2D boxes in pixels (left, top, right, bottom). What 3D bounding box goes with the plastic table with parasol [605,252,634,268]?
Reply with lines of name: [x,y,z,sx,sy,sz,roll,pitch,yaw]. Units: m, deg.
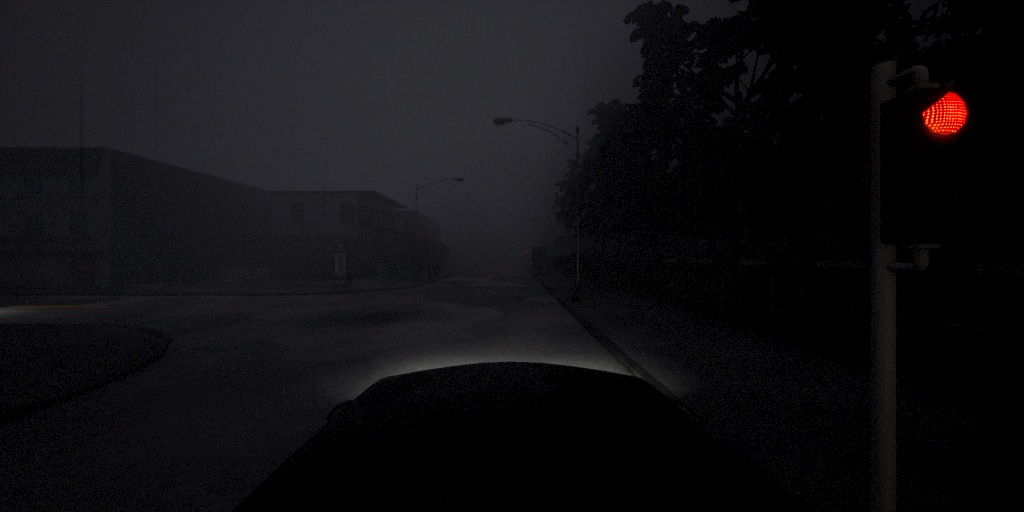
plastic table with parasol: [15.306,0.694,51.217,2.482,2.480,2.482,0,0,-40]

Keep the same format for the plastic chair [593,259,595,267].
plastic chair: [13.734,1.304,58.543,0.730,1.272,0.750,0,0,-35]

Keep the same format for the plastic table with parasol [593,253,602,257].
plastic table with parasol: [14.686,0.673,59.431,2.482,2.480,2.482,0,0,-42]

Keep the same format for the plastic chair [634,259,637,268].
plastic chair: [18.661,1.161,54.665,0.750,1.272,0.730,0,0,-39]

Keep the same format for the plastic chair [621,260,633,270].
plastic chair: [16.038,1.296,50.218,0.750,1.272,0.730,0,0,-40]

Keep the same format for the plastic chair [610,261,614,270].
plastic chair: [14.332,1.306,50.316,0.730,1.272,0.750,0,0,-35]

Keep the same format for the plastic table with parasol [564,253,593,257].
plastic table with parasol: [9.987,0.684,53.957,2.482,2.480,2.482,0,0,-40]

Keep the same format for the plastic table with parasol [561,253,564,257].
plastic table with parasol: [10.700,0.705,62.399,2.482,2.480,2.482,0,0,-40]
